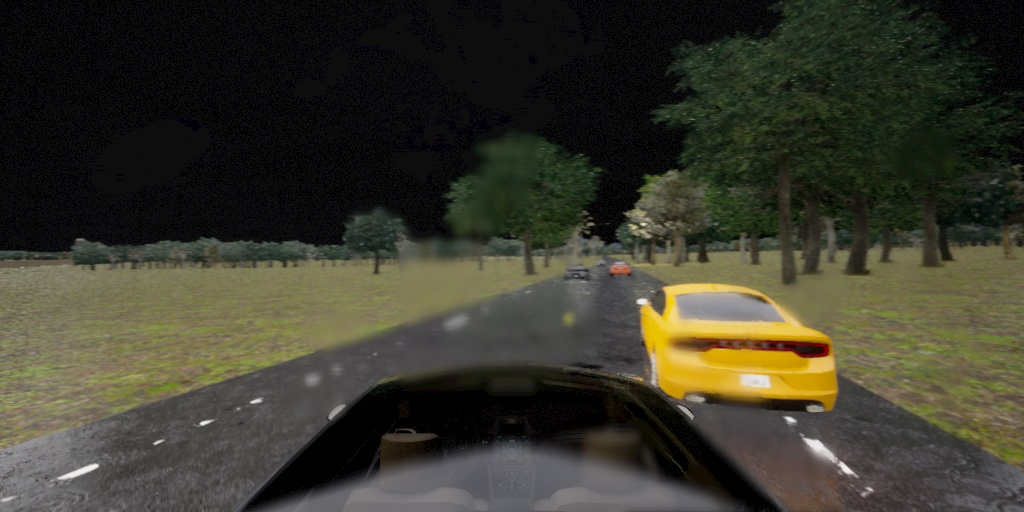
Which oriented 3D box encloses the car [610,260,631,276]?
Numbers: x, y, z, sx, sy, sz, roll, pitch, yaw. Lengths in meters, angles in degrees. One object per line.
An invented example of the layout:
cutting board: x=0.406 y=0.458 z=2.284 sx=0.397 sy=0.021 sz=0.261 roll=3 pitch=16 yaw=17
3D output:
car: x=11.823 y=1.265 z=39.187 sx=2.097 sy=1.767 sz=4.553 roll=-1 pitch=-1 yaw=17

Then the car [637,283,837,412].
car: x=3.329 y=1.210 z=6.253 sx=1.882 sy=1.535 sz=5.008 roll=-1 pitch=-1 yaw=16

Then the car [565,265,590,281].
car: x=5.975 y=1.529 z=32.341 sx=1.994 sy=1.385 sz=4.181 roll=-1 pitch=-1 yaw=16
